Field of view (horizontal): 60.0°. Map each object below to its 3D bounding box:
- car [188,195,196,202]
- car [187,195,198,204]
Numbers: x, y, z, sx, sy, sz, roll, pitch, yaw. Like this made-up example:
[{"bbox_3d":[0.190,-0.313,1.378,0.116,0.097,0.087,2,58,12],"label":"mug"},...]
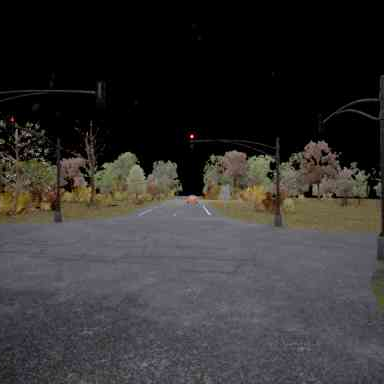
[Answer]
[{"bbox_3d":[0.081,1.449,77.994,1.812,1.442,4.674,0,0,0],"label":"car"},{"bbox_3d":[0.071,1.423,67.959,2.097,1.767,4.553,0,0,0],"label":"car"}]
